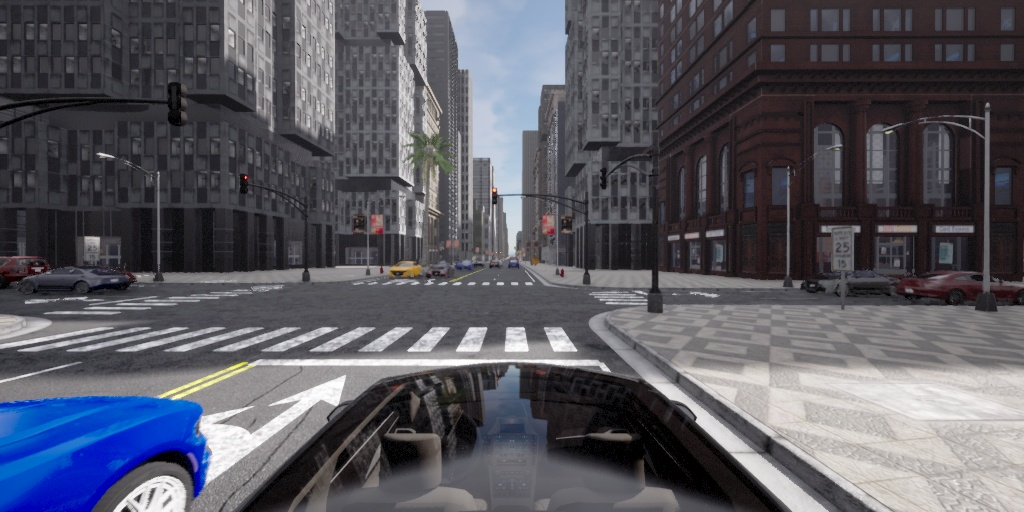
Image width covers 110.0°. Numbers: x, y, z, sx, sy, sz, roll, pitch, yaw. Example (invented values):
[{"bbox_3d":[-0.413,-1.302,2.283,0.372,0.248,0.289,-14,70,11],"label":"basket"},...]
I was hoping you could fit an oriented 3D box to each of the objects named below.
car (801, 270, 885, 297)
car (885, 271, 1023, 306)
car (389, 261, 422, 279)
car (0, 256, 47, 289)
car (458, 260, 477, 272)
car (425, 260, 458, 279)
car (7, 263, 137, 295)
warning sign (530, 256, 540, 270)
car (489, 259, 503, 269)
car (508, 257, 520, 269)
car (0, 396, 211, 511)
[{"bbox_3d":[18.027,1.405,19.134,4.181,1.385,1.994,0,0,0],"label":"car"},{"bbox_3d":[20.005,1.393,15.954,4.674,1.442,1.812,0,0,1],"label":"car"},{"bbox_3d":[-9.697,1.247,32.950,1.882,1.535,5.008,0,0,0],"label":"car"},{"bbox_3d":[-30.612,0.944,21.320,5.009,1.841,2.192,0,0,-1],"label":"car"},{"bbox_3d":[-6.362,1.312,48.792,1.882,1.535,5.008,0,-1,0],"label":"car"},{"bbox_3d":[-6.448,1.332,32.473,1.994,1.385,4.181,0,0,0],"label":"car"},{"bbox_3d":[-22.852,1.235,18.804,4.181,1.385,1.994,0,0,0],"label":"car"},{"bbox_3d":[3.074,0.941,47.326,1.300,1.860,1.060,0,0,0],"label":"warning sign"},{"bbox_3d":[-2.951,1.438,62.490,1.837,1.490,4.892,0,0,0],"label":"car"},{"bbox_3d":[0.343,1.408,62.167,1.882,1.535,5.008,0,0,1],"label":"car"},{"bbox_3d":[-3.159,1.228,0.562,1.882,1.535,5.008,0,0,0],"label":"car"}]
